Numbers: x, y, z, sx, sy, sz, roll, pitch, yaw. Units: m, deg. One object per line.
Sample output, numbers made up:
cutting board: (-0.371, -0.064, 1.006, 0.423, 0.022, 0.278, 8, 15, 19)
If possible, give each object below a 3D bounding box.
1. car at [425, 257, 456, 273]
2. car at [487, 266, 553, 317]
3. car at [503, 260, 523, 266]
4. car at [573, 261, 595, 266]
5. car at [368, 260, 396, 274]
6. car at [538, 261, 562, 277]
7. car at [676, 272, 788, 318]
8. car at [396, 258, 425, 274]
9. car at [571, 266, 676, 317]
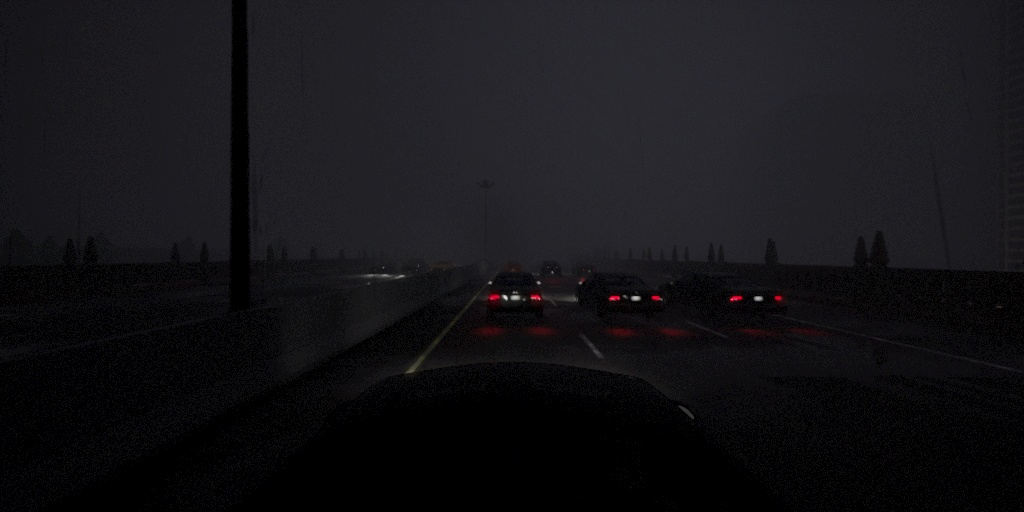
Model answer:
car: (-7.091, 1.148, 36.740, 1.882, 1.535, 5.008, 0, 0, 0)
car: (0.101, 1.272, 13.037, 2.033, 1.411, 5.357, 0, 0, 0)
car: (0.102, 1.150, 35.815, 1.882, 1.535, 5.008, 0, 0, 0)
car: (7.089, 1.199, 35.198, 1.812, 1.442, 4.674, 0, 0, 0)
car: (-14.089, 1.191, 39.293, 1.812, 1.442, 4.674, 0, 0, 0)
car: (3.603, 1.181, 34.218, 1.837, 1.490, 4.892, 0, 0, 0)
car: (7.102, 1.272, 12.843, 2.033, 1.411, 5.357, 0, 0, 0)
car: (-10.589, 1.017, 39.071, 2.097, 1.767, 4.553, 0, 0, 0)
car: (3.602, 1.272, 12.933, 2.033, 1.411, 5.357, 0, 0, 0)
